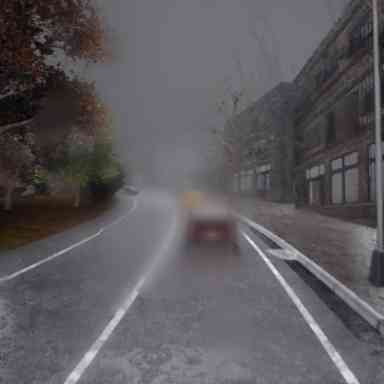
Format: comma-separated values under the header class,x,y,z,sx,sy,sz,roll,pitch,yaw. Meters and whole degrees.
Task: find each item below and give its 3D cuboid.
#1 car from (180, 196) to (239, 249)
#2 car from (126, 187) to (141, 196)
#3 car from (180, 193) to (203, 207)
class,x,y,z,sx,sy,sz,roll,pitch,yaw
car,0.689,1.180,13.146,1.882,1.535,5.008,1,2,1
car,-9.947,-0.132,56.576,1.882,1.535,5.008,2,1,-19
car,0.049,0.788,28.389,1.882,1.535,5.008,1,2,-6
